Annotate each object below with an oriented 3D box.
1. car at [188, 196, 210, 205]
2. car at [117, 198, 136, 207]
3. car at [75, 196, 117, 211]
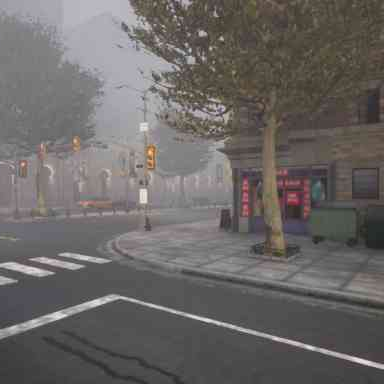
[{"bbox_3d":[1.245,1.507,58.555,1.837,1.490,4.892,0,-1,36],"label":"car"},{"bbox_3d":[-10.321,1.595,47.923,1.895,1.301,4.718,0,0,36],"label":"car"},{"bbox_3d":[-11.858,1.352,40.390,2.097,1.767,4.553,0,0,36],"label":"car"}]
